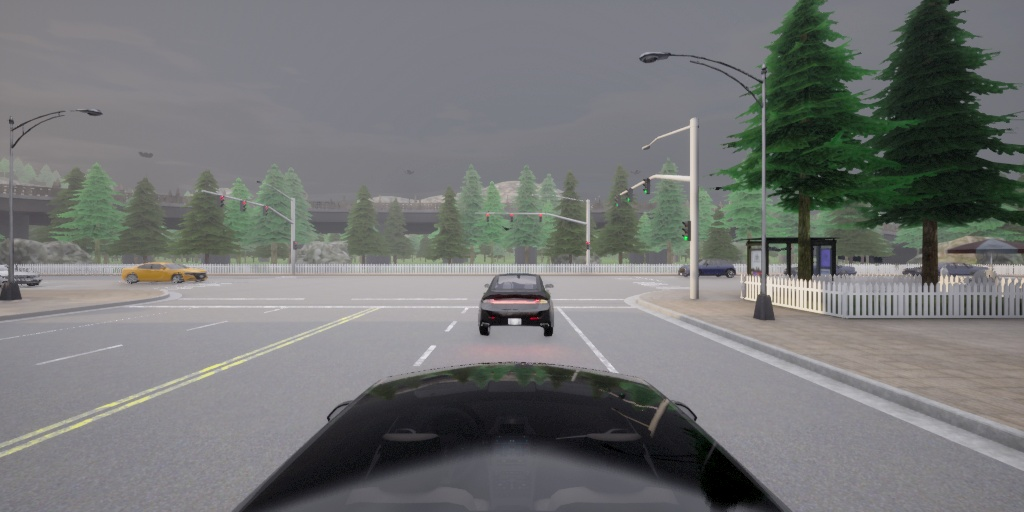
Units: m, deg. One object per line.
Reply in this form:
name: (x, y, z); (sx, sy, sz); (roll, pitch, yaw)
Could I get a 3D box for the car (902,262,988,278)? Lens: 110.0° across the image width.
car: (38.061, 1.242, 31.528); (5.357, 1.411, 2.033); (0, 0, 10)

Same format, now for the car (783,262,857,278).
car: (27.671, 1.242, 32.274); (5.357, 1.411, 2.033); (0, 0, 1)

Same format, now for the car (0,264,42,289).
car: (-31.795, 1.220, 21.828); (4.674, 1.442, 1.812); (0, 0, -1)

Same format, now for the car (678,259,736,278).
car: (17.514, 1.046, 32.366); (4.553, 1.767, 2.097); (0, 0, 0)

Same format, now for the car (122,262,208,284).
car: (-24.440, 1.172, 25.337); (5.008, 1.535, 1.882); (0, 0, 0)

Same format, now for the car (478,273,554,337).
car: (0.180, 1.242, 10.372); (2.128, 1.511, 4.902); (0, 0, 3)
